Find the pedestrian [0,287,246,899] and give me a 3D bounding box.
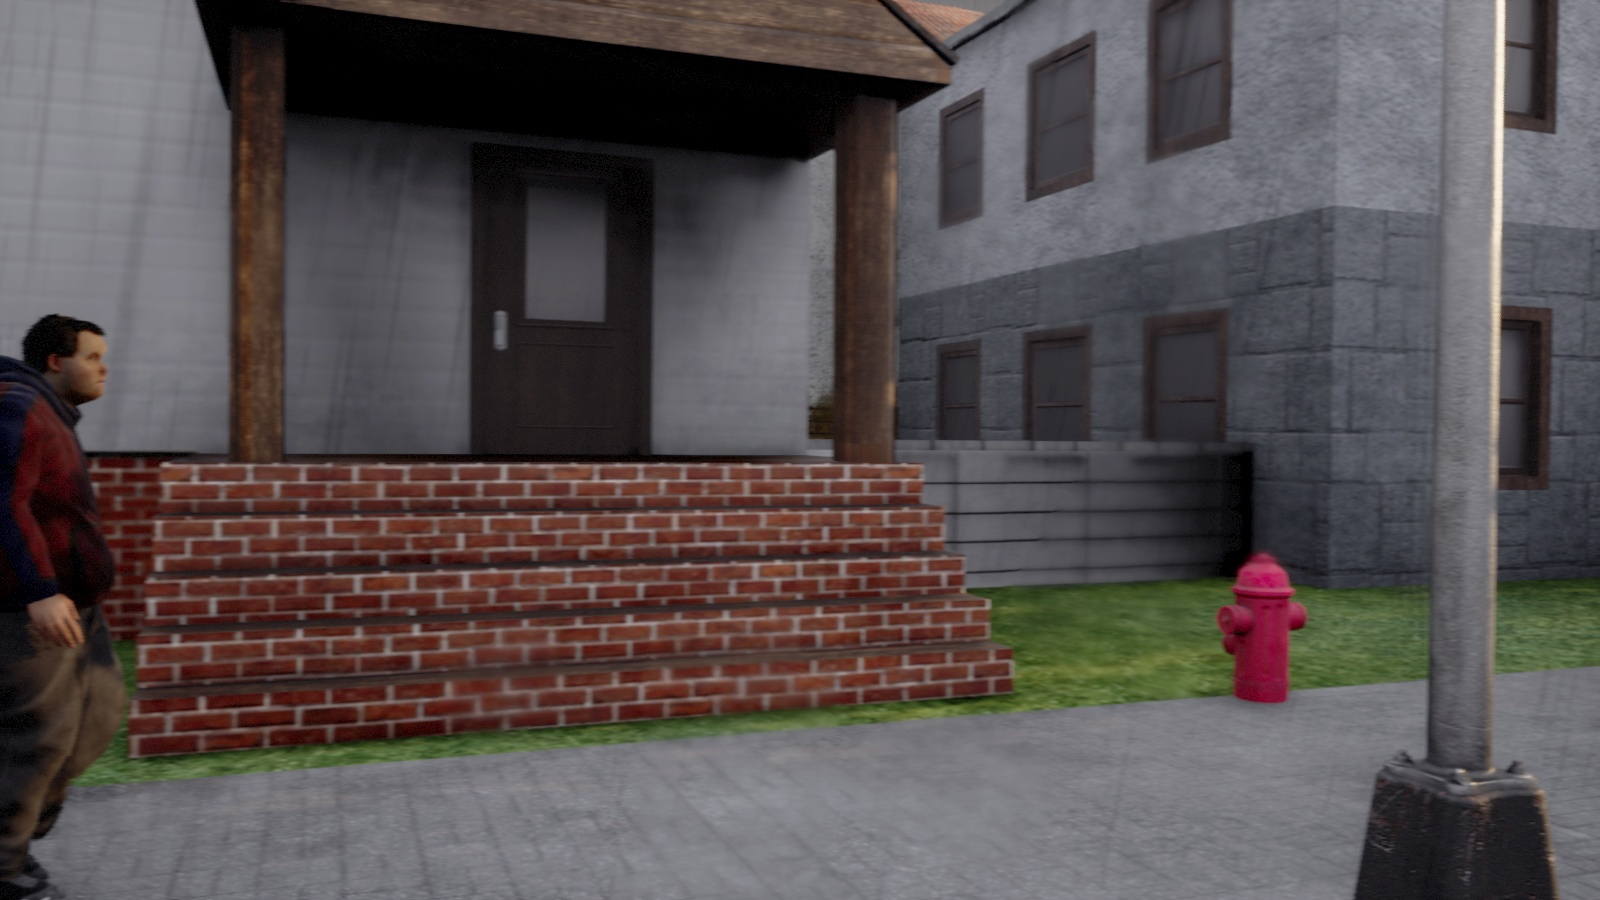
[{"bbox_3d":[-2.195,0.470,3.780,0.899,1.844,0.634,-1,1,-20],"label":"pedestrian"}]
